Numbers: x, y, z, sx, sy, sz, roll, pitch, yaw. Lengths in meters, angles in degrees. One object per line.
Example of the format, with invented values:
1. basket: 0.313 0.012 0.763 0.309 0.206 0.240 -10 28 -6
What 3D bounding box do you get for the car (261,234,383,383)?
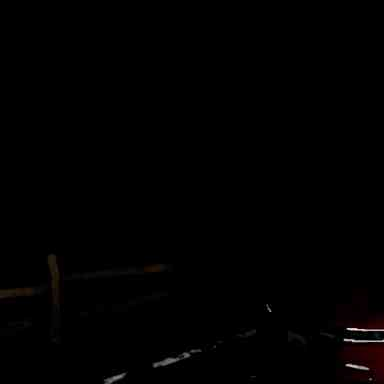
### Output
1. car: 3.276 1.474 5.397 5.008 1.535 1.882 0 0 -35
